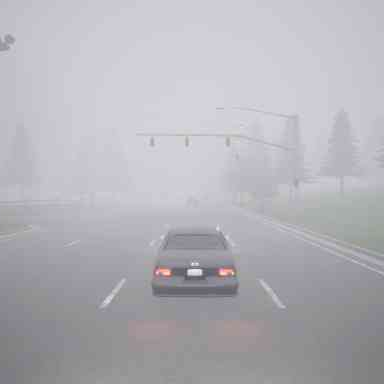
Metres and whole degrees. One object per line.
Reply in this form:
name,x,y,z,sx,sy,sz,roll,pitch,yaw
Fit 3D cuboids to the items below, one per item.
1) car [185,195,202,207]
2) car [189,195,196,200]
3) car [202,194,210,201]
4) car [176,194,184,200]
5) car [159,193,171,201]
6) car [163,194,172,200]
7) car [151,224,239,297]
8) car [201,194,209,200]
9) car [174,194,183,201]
car,0.053,1.352,52.765,2.097,1.767,4.553,0,0,0
car,0.098,1.540,94.242,2.033,1.411,5.357,0,0,0
car,3.587,1.492,83.405,1.837,1.490,4.892,0,0,0
car,-3.402,1.358,93.832,2.128,1.511,4.902,0,0,0
car,-6.913,1.217,83.446,2.150,2.045,5.566,0,0,0
car,-6.902,1.385,93.836,1.994,1.385,4.181,0,0,0
car,0.075,1.547,8.726,2.033,1.411,5.357,0,0,0
car,3.598,1.310,93.825,1.882,1.535,5.008,0,0,0
car,-3.413,1.517,83.829,1.812,1.442,4.674,0,0,0
